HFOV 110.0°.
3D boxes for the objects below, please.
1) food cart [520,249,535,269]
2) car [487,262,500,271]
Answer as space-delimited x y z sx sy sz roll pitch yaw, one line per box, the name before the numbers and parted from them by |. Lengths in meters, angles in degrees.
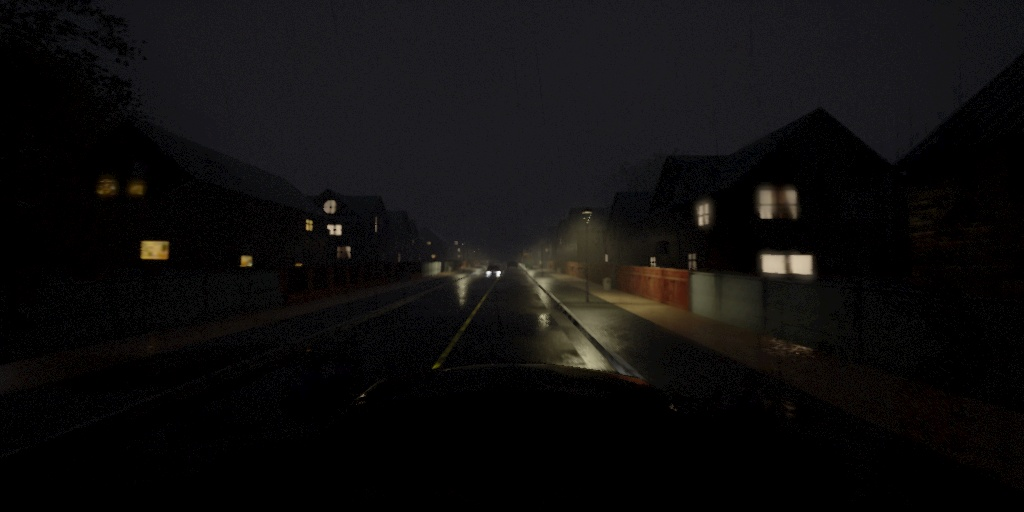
food cart | 3.050 0.579 64.280 2.280 3.560 4.660 0 0 0
car | -2.778 1.644 54.914 1.895 1.301 4.718 0 0 1
